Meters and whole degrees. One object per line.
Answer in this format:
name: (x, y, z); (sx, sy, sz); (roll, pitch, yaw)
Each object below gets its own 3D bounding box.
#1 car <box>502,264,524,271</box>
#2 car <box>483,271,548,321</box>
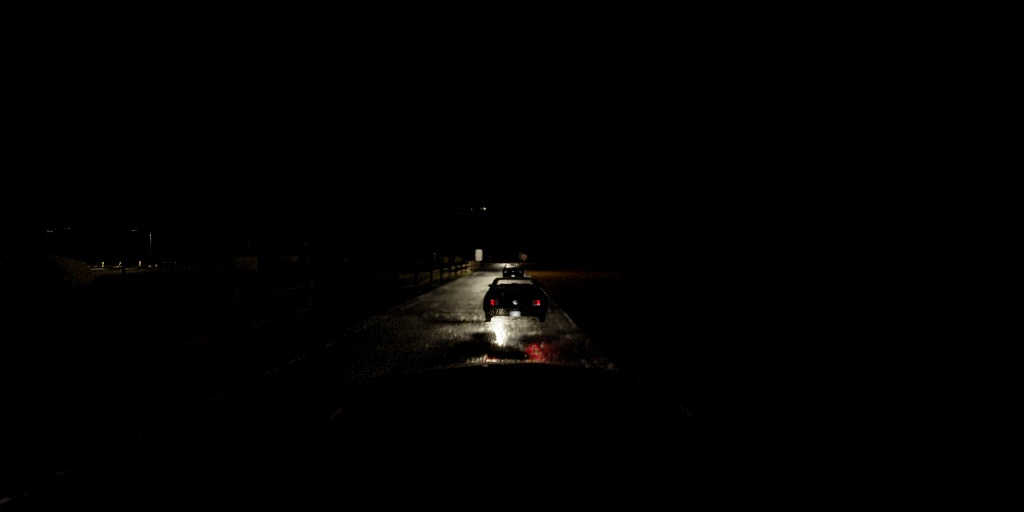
car: (0.086, 1.374, 32.111); (1.895, 1.301, 4.718); (0, 0, 0)
car: (0.096, 1.355, 12.417); (1.895, 1.301, 4.718); (0, 0, 0)
